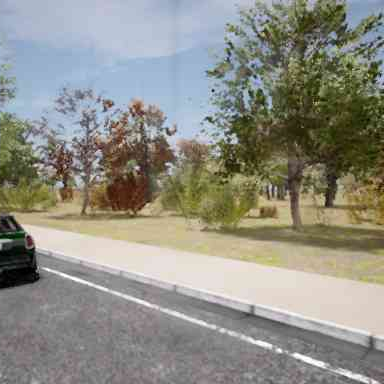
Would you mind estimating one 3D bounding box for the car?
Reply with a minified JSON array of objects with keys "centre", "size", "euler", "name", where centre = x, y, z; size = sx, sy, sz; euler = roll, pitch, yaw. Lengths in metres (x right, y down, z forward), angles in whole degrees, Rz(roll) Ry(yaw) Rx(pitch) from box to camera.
[{"centre":[-6.215,1.310,9.276],"size":[4.553,1.767,2.097],"euler":[0,0,42],"name":"car"}]
